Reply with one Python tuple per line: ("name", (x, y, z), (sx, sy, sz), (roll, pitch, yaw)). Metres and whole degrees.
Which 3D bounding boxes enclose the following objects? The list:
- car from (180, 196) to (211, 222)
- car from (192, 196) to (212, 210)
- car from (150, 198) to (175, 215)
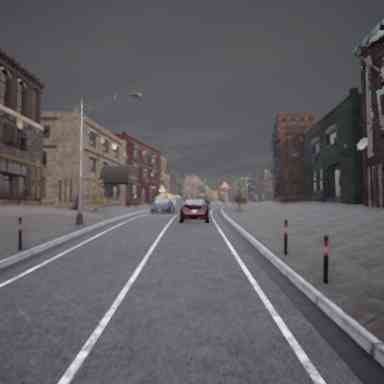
("car", (0.199, 1.269, 23.643), (2.163, 1.488, 4.792), (0, 0, 1))
("car", (1.301, 1.319, 41.362), (2.033, 1.649, 4.856), (0, 0, 6))
("car", (-2.706, 1.310, 31.243), (1.812, 1.442, 4.674), (0, 0, 3))
